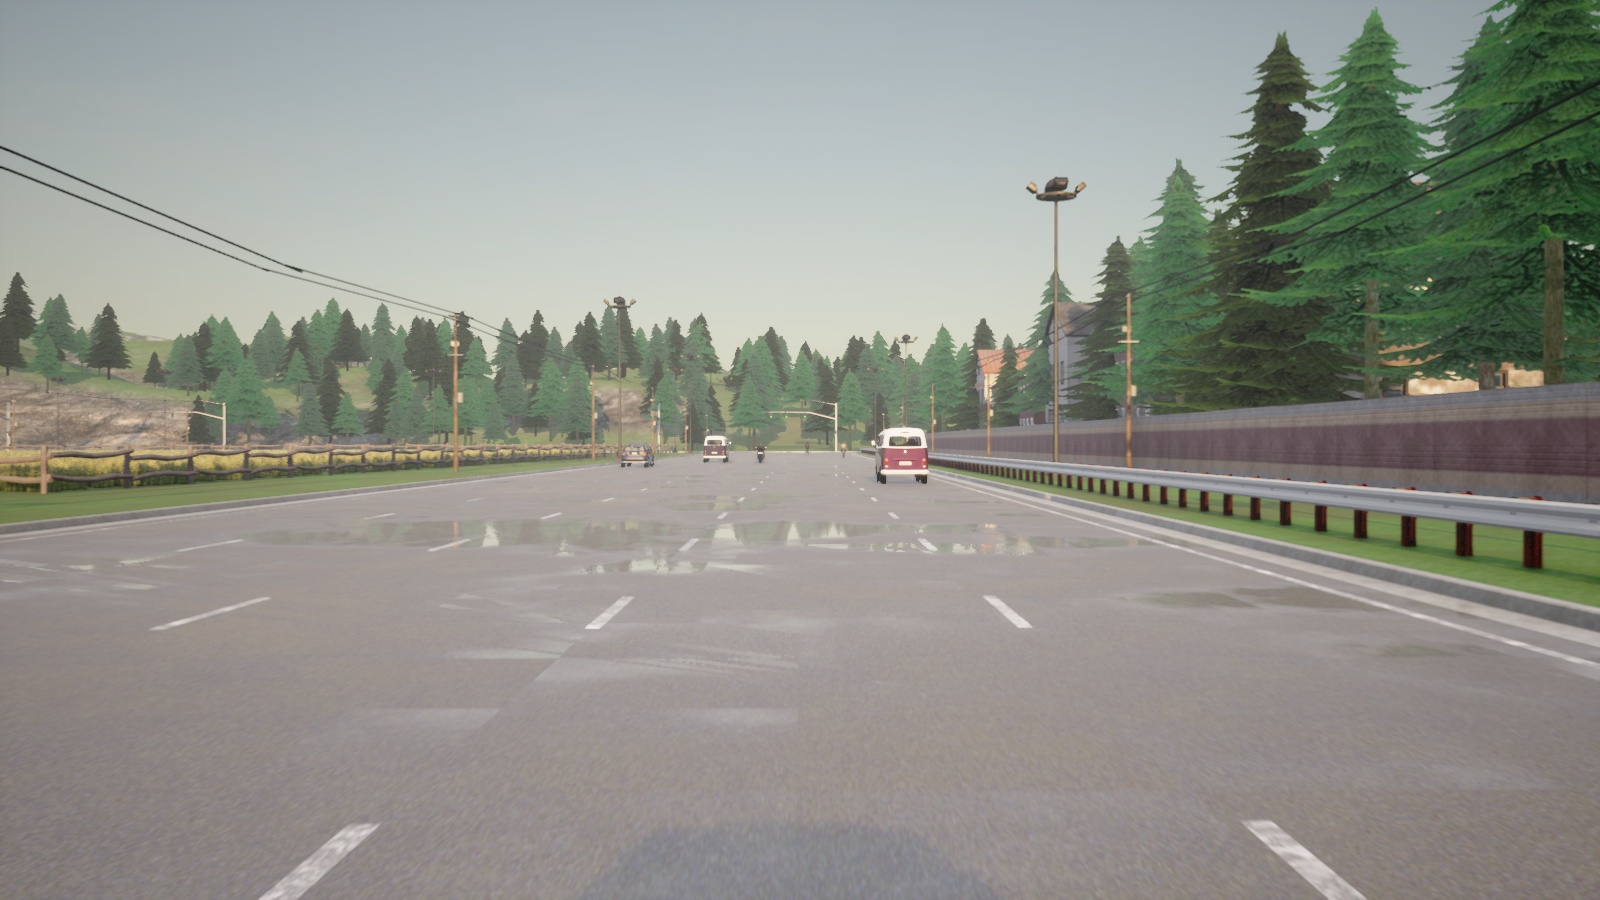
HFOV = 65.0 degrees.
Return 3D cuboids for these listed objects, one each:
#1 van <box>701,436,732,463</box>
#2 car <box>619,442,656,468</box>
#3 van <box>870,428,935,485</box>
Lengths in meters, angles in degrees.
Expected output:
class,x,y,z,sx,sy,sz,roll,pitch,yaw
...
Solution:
class,x,y,z,sx,sy,sz,roll,pitch,yaw
van,-6.430,-0.080,96.702,2.069,2.038,4.480,0,0,0
car,-10.038,0.280,77.845,1.789,1.549,3.705,0,0,0
van,3.786,0.207,47.094,2.069,2.038,4.480,0,0,0
